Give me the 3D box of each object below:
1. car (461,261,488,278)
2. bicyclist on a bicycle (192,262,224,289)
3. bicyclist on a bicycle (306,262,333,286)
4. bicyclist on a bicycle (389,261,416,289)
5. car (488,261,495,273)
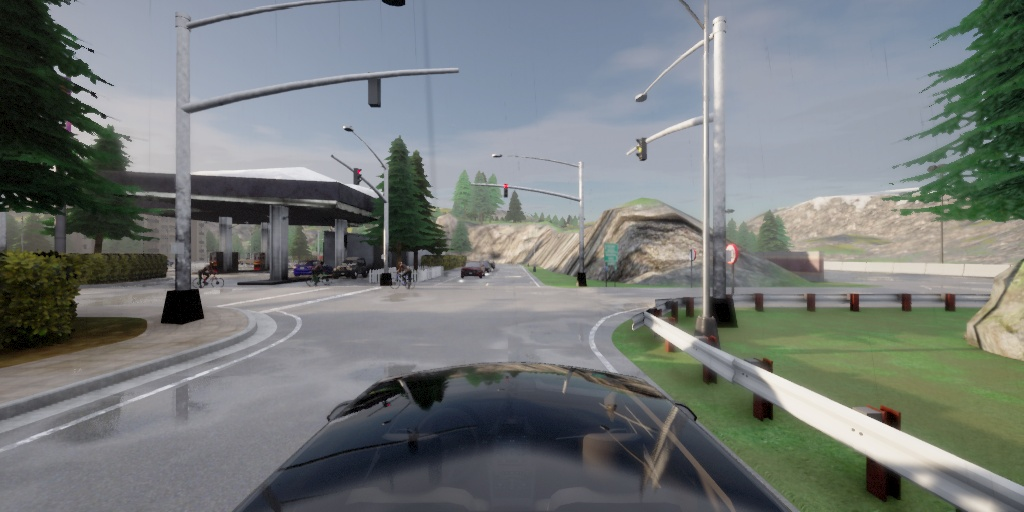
[{"bbox_3d":[-3.576,1.228,33.469,1.882,1.535,5.008,0,0,0],"label":"car"},{"bbox_3d":[-18.539,1.190,21.907,1.656,1.620,0.582,0,-1,-15],"label":"bicyclist on a bicycle"},{"bbox_3d":[-13.084,1.203,24.373,1.656,1.620,0.582,0,0,-40],"label":"bicyclist on a bicycle"},{"bbox_3d":[-6.289,1.115,20.588,1.656,1.620,0.582,0,-1,12],"label":"bicyclist on a bicycle"},{"bbox_3d":[-3.566,1.297,44.045,2.033,1.411,5.357,0,0,0],"label":"car"}]
